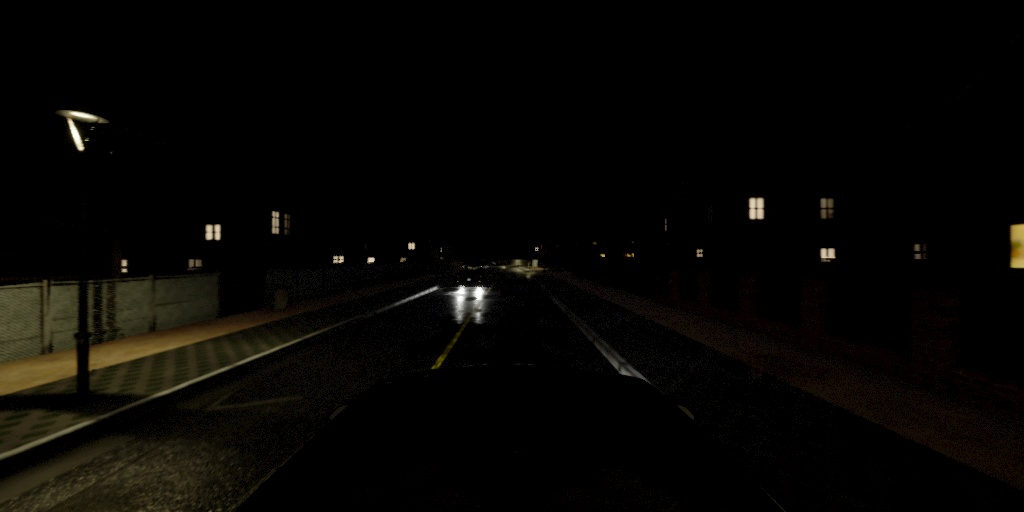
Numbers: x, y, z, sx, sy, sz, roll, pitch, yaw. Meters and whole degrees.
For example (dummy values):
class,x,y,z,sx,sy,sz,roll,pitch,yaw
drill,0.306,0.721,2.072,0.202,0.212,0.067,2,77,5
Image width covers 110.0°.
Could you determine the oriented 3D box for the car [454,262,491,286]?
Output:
class,x,y,z,sx,sy,sz,roll,pitch,yaw
car,-2.823,1.358,25.466,1.994,1.385,4.181,0,0,0
